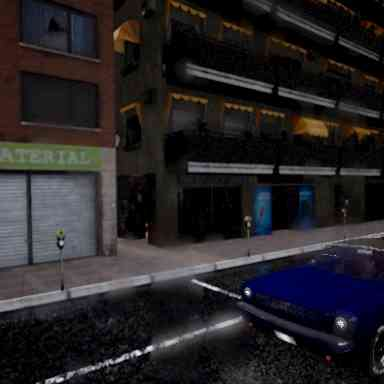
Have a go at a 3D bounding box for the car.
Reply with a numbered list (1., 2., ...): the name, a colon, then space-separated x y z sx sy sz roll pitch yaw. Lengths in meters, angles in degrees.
1. car: 2.971 1.537 5.592 4.718 1.301 1.895 -1 0 -36
